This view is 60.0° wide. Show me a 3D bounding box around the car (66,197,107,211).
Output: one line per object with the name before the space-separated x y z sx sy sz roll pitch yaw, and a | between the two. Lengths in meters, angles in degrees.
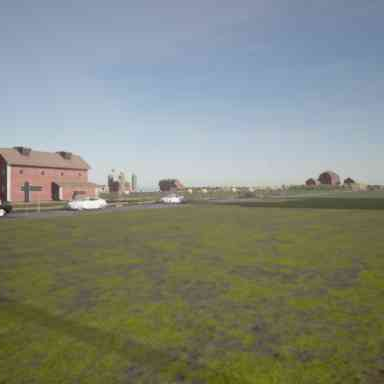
car | -11.667 1.287 37.017 1.812 1.442 4.674 0 1 36

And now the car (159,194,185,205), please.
car | -2.843 1.063 49.143 1.812 1.442 4.674 0 1 36

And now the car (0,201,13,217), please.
car | -17.973 1.423 28.333 1.837 1.490 4.892 0 1 36
